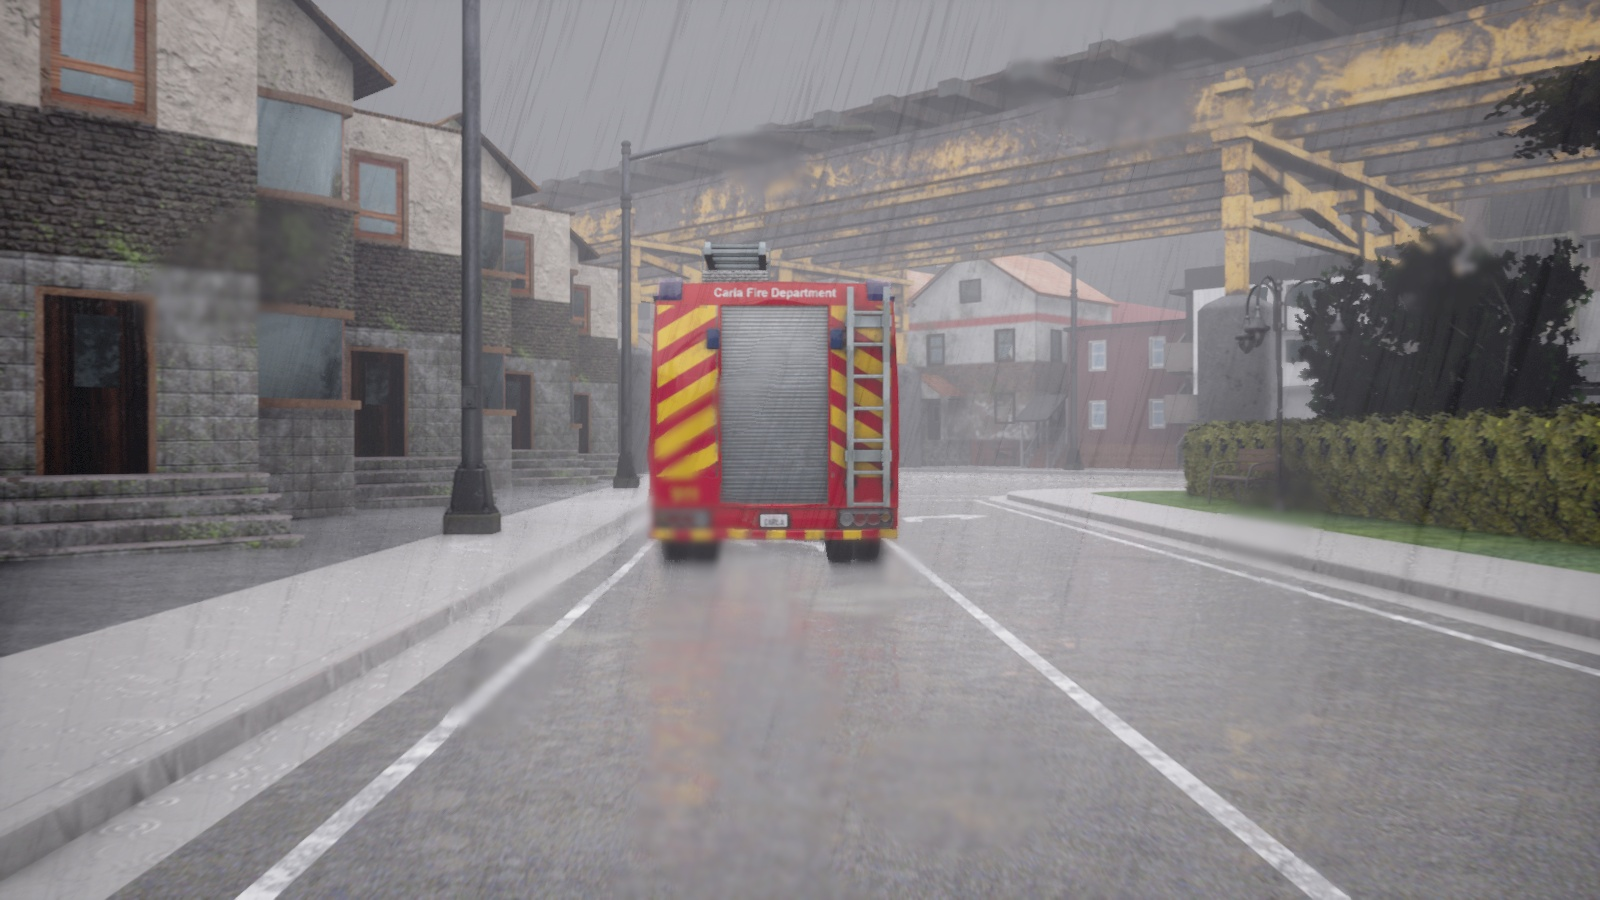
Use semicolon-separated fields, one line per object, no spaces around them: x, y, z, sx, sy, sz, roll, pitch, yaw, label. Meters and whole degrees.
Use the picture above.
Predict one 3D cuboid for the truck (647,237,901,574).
-0.403;-0.523;18.536;2.891;3.827;8.468;0;0;-2;truck
